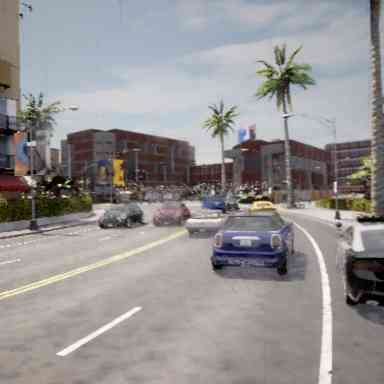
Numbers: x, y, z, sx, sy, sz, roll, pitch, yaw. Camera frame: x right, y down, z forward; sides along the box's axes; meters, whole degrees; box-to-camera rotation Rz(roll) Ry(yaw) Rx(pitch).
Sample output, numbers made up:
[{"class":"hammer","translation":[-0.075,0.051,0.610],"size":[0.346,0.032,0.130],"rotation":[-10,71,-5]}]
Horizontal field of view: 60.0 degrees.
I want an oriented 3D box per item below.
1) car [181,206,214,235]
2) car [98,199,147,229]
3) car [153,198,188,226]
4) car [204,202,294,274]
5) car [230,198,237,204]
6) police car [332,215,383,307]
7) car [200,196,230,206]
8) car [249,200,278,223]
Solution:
[{"class":"car","translation":[1.039,1.718,19.538],"size":[1.895,1.301,4.718],"rotation":[-2,0,13]},{"class":"car","translation":[-5.128,1.665,24.623],"size":[2.097,1.767,4.553],"rotation":[-2,0,10]},{"class":"car","translation":[-1.456,1.574,25.190],"size":[2.097,1.767,4.553],"rotation":[-2,0,9]},{"class":"car","translation":[2.159,1.377,10.918],"size":[2.097,1.767,4.553],"rotation":[-2,0,20]},{"class":"car","translation":[4.602,1.561,44.690],"size":[2.097,1.767,4.553],"rotation":[-2,0,-12]},{"class":"police car","translation":[4.444,1.366,7.772],"size":[1.930,1.638,5.238],"rotation":[-2,0,20]},{"class":"car","translation":[2.406,1.440,38.277],"size":[2.150,2.045,5.566],"rotation":[-1,0,-5]},{"class":"car","translation":[5.797,1.529,27.481],"size":[1.882,1.535,5.008],"rotation":[-1,0,7]}]
